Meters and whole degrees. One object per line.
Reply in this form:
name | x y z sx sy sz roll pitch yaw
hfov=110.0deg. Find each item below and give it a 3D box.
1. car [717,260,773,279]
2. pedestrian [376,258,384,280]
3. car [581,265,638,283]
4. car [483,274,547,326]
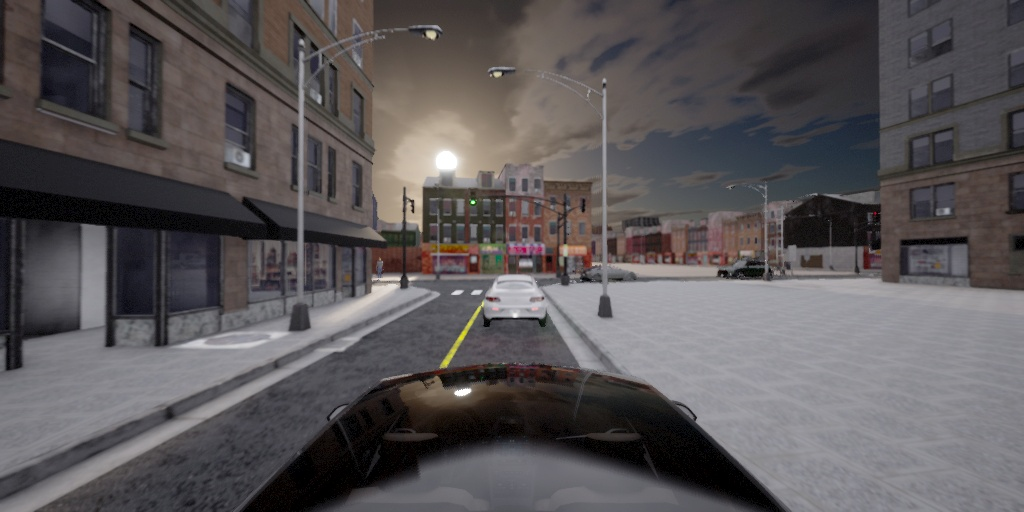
car | 21.155 1.164 32.679 4.553 1.767 2.097 0 -1 -9
pedestrian | -11.213 1.050 30.345 0.375 1.860 0.375 0 0 -9
car | 7.422 1.378 27.529 4.181 1.385 1.994 0 -1 -11
car | 0.089 1.312 11.724 1.812 1.442 4.674 0 0 0
